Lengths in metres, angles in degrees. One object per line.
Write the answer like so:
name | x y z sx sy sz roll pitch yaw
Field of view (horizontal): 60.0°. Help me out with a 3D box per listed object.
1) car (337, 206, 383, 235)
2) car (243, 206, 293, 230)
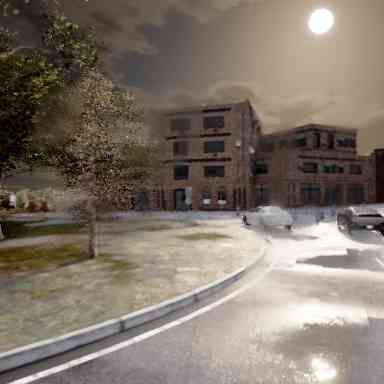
car | 9.698 1.584 19.342 2.128 1.511 4.902 -1 0 15
car | 4.956 1.670 22.086 1.812 1.442 4.674 0 -1 -12
